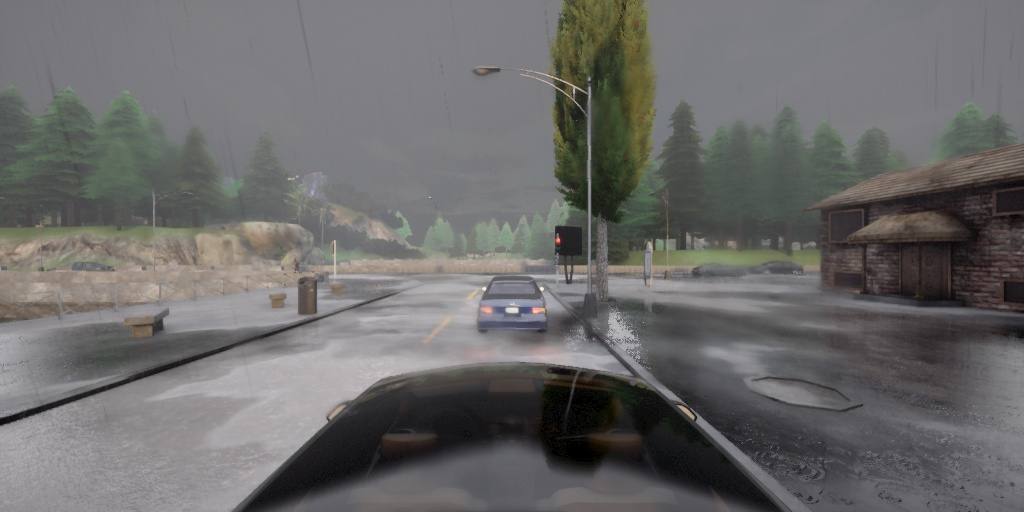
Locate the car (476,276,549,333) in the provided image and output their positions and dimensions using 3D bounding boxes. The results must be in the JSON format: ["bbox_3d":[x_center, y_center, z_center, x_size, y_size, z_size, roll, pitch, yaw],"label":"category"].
[{"bbox_3d":[0.027,1.297,10.743,2.033,1.411,5.357,0,0,0],"label":"car"}]

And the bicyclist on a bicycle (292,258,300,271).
[{"bbox_3d":[-24.512,1.097,40.678,0.582,1.620,1.656,0,0,0],"label":"bicyclist on a bicycle"}]

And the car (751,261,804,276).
[{"bbox_3d":[26.816,1.253,36.459,4.892,1.490,1.837,0,0,0],"label":"car"}]

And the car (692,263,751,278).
[{"bbox_3d":[18.577,1.313,32.276,4.181,1.385,1.994,0,0,0],"label":"car"}]

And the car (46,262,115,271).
[{"bbox_3d":[-43.713,1.296,36.388,5.357,1.411,2.033,0,0,0],"label":"car"}]
